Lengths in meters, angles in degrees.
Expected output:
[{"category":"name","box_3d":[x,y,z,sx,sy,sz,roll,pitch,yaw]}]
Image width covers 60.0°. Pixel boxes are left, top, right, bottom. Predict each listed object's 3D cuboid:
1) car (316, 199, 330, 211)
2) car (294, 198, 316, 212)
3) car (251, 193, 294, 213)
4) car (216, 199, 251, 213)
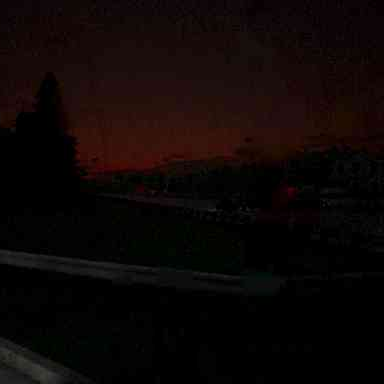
[{"category":"car","box_3d":[14.196,1.466,39.370,1.994,1.385,4.181,0,0,-20]},{"category":"car","box_3d":[11.173,1.399,37.445,2.128,1.511,4.902,0,0,-20]},{"category":"car","box_3d":[8.074,1.134,35.726,2.150,2.045,5.566,0,0,-20]},{"category":"car","box_3d":[4.179,1.438,36.186,1.812,1.442,4.674,0,0,-20]}]
